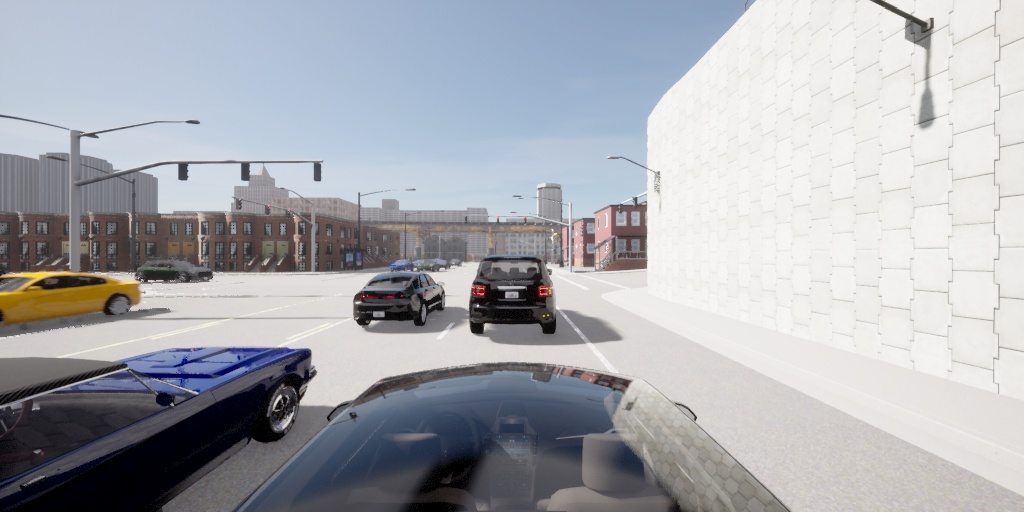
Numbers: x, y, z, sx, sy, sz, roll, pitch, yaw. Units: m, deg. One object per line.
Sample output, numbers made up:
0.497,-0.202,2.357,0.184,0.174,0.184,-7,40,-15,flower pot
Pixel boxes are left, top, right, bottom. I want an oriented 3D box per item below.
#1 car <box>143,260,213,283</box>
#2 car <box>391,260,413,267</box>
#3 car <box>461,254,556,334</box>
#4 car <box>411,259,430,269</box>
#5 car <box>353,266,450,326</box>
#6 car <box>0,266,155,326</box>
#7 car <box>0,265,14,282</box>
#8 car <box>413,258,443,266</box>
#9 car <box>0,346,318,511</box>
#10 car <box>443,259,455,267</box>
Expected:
-25.403,1.102,27.118,4.553,1.767,2.097,0,0,0,car
-14.111,1.228,46.325,1.882,1.535,5.008,0,0,0,car
0.061,0.971,10.761,2.150,2.045,5.566,0,0,1,car
-14.107,1.274,55.665,1.812,1.442,4.674,0,0,0,car
-3.423,1.255,11.651,1.837,1.490,4.892,0,0,0,car
-14.044,1.227,10.534,1.882,1.535,5.008,0,0,1,car
-41.232,1.351,27.058,4.718,1.301,1.895,0,0,0,car
-10.597,1.102,45.533,2.097,1.767,4.553,0,0,0,car
-3.397,1.351,2.397,1.895,1.301,4.718,0,0,0,car
-10.608,1.297,55.001,2.033,1.411,5.357,0,0,0,car
